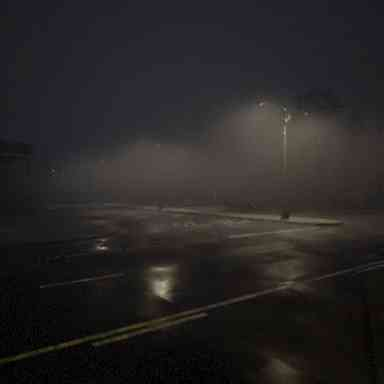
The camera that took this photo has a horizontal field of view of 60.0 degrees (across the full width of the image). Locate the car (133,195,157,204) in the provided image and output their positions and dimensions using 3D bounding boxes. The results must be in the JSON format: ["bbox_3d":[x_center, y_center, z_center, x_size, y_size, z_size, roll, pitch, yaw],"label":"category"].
[{"bbox_3d":[-8.054,1.332,58.981,1.882,1.535,5.008,0,0,-36],"label":"car"}]

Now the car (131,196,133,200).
[{"bbox_3d":[-11.817,1.340,76.625,4.674,1.442,1.812,0,0,-36],"label":"car"}]

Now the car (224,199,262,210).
[{"bbox_3d":[5.933,1.454,39.499,1.895,1.301,4.718,0,0,-35],"label":"car"}]

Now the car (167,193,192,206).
[{"bbox_3d":[-1.993,1.359,50.552,1.837,1.490,4.892,0,0,-36],"label":"car"}]
